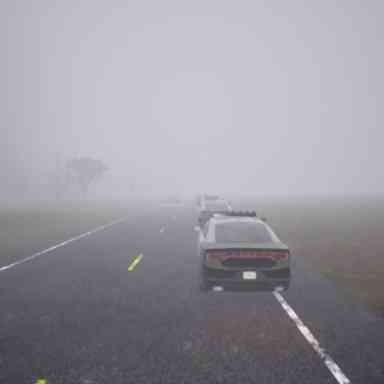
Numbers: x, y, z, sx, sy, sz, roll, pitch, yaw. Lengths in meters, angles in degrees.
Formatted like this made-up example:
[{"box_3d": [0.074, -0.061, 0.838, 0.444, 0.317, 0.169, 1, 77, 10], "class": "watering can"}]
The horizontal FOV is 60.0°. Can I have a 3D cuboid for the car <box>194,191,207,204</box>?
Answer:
[{"box_3d": [1.280, 0.913, 45.486, 2.033, 1.411, 5.357, 0, 1, 4], "class": "car"}]

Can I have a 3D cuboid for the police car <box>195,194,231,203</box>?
[{"box_3d": [1.269, 1.166, 18.708, 1.930, 1.638, 5.238, 0, 1, 1], "class": "police car"}]

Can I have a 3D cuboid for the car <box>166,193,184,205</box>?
[{"box_3d": [-2.332, 0.898, 45.079, 1.812, 1.442, 4.674, 0, 1, 3], "class": "car"}]

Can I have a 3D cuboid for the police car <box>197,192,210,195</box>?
[{"box_3d": [1.429, 1.084, 24.685, 1.930, 1.638, 5.238, 0, 1, 2], "class": "police car"}]

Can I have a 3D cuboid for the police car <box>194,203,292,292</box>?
[{"box_3d": [1.098, 1.303, 8.744, 1.930, 1.638, 5.238, 0, 1, 1], "class": "police car"}]
